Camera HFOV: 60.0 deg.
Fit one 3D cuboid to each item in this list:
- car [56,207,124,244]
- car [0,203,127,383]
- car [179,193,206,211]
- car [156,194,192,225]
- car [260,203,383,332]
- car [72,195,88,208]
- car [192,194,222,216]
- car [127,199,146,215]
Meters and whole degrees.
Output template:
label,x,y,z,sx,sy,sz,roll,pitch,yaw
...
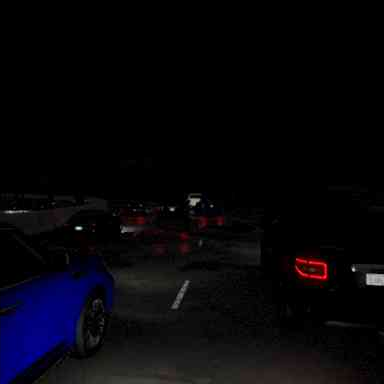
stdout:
label,x,y,z,sx,sy,sz,roll,pitch,yaw
car,-4.879,1.562,16.572,1.994,1.385,4.181,0,0,2
car,-2.642,1.224,2.994,2.150,2.045,5.566,0,0,9
car,-0.040,1.218,43.091,2.150,2.045,5.566,0,0,-14
car,-1.346,1.220,23.998,2.150,2.045,5.566,0,0,-2
car,2.717,1.223,6.949,2.150,2.045,5.566,0,0,7
car,-16.530,1.348,49.226,2.097,1.767,4.553,0,0,-18
car,1.537,1.349,32.884,2.097,1.767,4.553,0,0,-7
car,-5.752,1.488,33.978,2.128,1.511,4.902,0,0,-7
